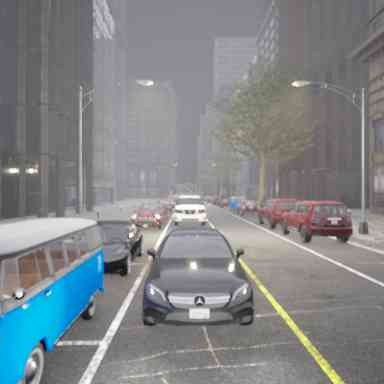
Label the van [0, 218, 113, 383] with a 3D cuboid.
[{"bbox_3d":[-2.450,1.346,4.704,1.690,1.788,3.998,0,0,-1],"label":"van"}]

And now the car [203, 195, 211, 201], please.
[{"bbox_3d":[4.236,1.753,95.075,1.967,1.590,4.097,0,0,-1],"label":"car"}]

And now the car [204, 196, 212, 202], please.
[{"bbox_3d":[4.351,1.865,89.436,1.802,1.307,4.206,0,0,-1],"label":"car"}]

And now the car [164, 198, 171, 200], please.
[{"bbox_3d":[-3.139,1.657,38.531,1.802,1.307,4.206,0,0,-1],"label":"car"}]

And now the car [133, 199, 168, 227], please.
[{"bbox_3d":[-2.795,1.476,21.617,1.967,1.590,4.097,0,0,-1],"label":"car"}]

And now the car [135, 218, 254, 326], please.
[{"bbox_3d":[0.067,1.534,7.222,1.812,1.442,4.674,0,0,-1],"label":"car"}]

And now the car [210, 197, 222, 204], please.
[{"bbox_3d":[4.811,1.725,66.883,1.887,1.381,4.507,0,0,-1],"label":"car"}]

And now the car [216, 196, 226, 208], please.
[{"bbox_3d":[5.154,1.690,49.969,1.802,1.307,4.206,0,0,-1],"label":"car"}]

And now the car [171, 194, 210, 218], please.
[{"bbox_3d":[-0.174,1.263,23.918,2.150,2.045,5.566,0,0,-1],"label":"car"}]

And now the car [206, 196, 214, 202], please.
[{"bbox_3d":[4.462,1.782,83.968,1.752,1.417,4.829,0,0,-1],"label":"car"}]

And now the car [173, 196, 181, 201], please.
[{"bbox_3d":[-4.287,1.876,94.906,1.947,1.339,4.313,0,0,-1],"label":"car"}]

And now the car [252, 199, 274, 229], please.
[{"bbox_3d":[5.729,1.353,21.777,2.192,1.841,5.009,0,0,-1],"label":"car"}]

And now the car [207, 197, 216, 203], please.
[{"bbox_3d":[4.581,1.796,78.159,1.947,1.339,4.313,0,0,-1],"label":"car"}]

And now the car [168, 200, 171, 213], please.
[{"bbox_3d":[-2.910,1.593,27.255,1.887,1.381,4.507,0,0,-1],"label":"car"}]

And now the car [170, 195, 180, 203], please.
[{"bbox_3d":[-3.943,1.542,77.993,2.192,1.841,5.009,0,0,-1],"label":"car"}]

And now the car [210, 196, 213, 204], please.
[{"bbox_3d":[4.925,1.470,61.245,2.192,1.841,5.009,0,0,-1],"label":"car"}]

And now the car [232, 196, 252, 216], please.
[{"bbox_3d":[5.500,1.504,33.054,1.967,1.590,4.097,0,0,-1],"label":"car"}]

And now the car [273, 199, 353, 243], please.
[{"bbox_3d":[5.843,1.340,16.139,2.192,1.841,5.009,0,0,-1],"label":"car"}]

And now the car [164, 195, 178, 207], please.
[{"bbox_3d":[-3.484,1.444,55.443,2.192,1.841,5.009,0,0,-1],"label":"car"}]

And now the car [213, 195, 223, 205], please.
[{"bbox_3d":[5.040,1.697,55.605,1.947,1.339,4.313,0,0,-1],"label":"car"}]

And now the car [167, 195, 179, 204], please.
[{"bbox_3d":[-3.714,1.493,66.719,2.192,1.841,5.009,0,0,-1],"label":"car"}]

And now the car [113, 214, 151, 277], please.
[{"bbox_3d":[-2.566,1.578,10.341,1.947,1.339,4.313,0,0,-1],"label":"car"}]

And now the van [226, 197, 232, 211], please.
[{"bbox_3d":[5.385,1.418,38.692,1.690,1.788,3.998,0,0,-1],"label":"van"}]

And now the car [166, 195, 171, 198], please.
[{"bbox_3d":[-3.366,1.631,49.636,1.752,1.417,4.829,0,0,-1],"label":"car"}]
